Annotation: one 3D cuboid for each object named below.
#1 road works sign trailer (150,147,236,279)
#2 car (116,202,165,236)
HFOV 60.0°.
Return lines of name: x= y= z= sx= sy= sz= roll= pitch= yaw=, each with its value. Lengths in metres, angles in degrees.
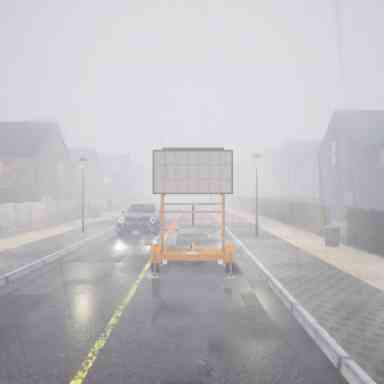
road works sign trailer: x=0.029 y=0.466 z=10.062 sx=2.380 sy=3.560 sz=2.880 roll=0 pitch=0 yaw=1
car: x=-2.706 y=1.363 z=18.258 sx=2.097 sy=1.767 sz=4.553 roll=0 pitch=0 yaw=0
